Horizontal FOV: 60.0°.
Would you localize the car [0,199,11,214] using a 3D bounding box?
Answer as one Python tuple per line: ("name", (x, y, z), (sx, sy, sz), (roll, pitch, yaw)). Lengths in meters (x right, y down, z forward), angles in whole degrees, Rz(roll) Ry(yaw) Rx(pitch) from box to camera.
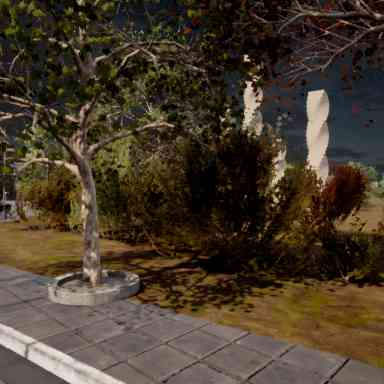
("car", (-19.381, 1.421, 33.094), (2.033, 1.411, 5.357), (1, 1, -18))
